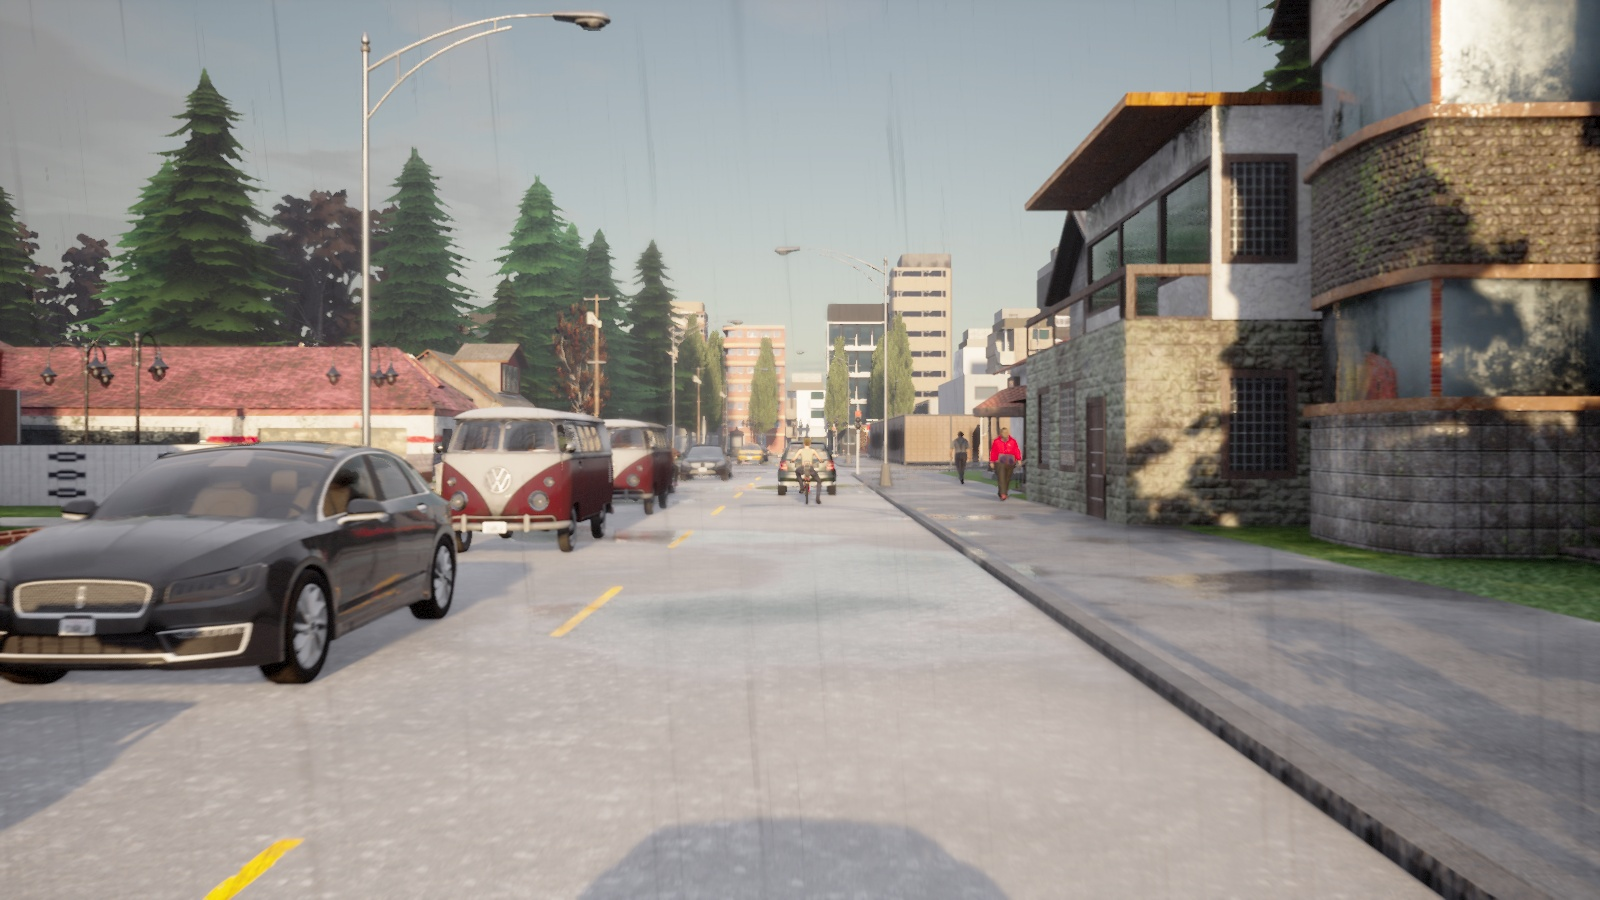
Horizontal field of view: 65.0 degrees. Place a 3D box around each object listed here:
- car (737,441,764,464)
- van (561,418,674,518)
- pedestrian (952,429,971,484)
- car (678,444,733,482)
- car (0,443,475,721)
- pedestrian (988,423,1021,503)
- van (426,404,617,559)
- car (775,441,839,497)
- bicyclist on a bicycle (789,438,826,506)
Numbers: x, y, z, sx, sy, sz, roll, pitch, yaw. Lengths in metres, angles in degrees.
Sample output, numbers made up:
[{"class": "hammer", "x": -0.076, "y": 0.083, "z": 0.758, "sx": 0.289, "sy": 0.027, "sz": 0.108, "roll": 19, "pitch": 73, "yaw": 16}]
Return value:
[{"class": "car", "x": -3.537, "y": 0.175, "z": 90.053, "sx": 1.801, "sy": 1.575, "sz": 5.366, "roll": 0, "pitch": 0, "yaw": -1}, {"class": "van", "x": -3.846, "y": 0.343, "z": 27.191, "sx": 1.775, "sy": 1.987, "sz": 4.442, "roll": 0, "pitch": 0, "yaw": 0}, {"class": "pedestrian", "x": 5.454, "y": 0.221, "z": 42.412, "sx": 0.540, "sy": 1.848, "sz": 0.694, "roll": 0, "pitch": 0, "yaw": 0}, {"class": "car", "x": -3.735, "y": 0.486, "z": 50.286, "sx": 1.812, "sy": 1.442, "sz": 4.674, "roll": 0, "pitch": 0, "yaw": 0}, {"class": "car", "x": -3.938, "y": 0.696, "z": 9.200, "sx": 1.837, "sy": 1.490, "sz": 4.892, "roll": 0, "pitch": 0, "yaw": 0}, {"class": "pedestrian", "x": 4.795, "y": 0.294, "z": 29.466, "sx": 0.634, "sy": 1.844, "sz": 0.899, "roll": 0, "pitch": 0, "yaw": 0}, {"class": "van", "x": -3.891, "y": 0.393, "z": 18.296, "sx": 1.775, "sy": 1.987, "sz": 4.442, "roll": 0, "pitch": 0, "yaw": 0}, {"class": "car", "x": 0.201, "y": 0.518, "z": 36.684, "sx": 1.789, "sy": 1.549, "sz": 3.705, "roll": 0, "pitch": 0, "yaw": 0}, {"class": "bicyclist on a bicycle", "x": 0.173, "y": 0.511, "z": 30.499, "sx": 0.866, "sy": 1.612, "sz": 1.509, "roll": 0, "pitch": 0, "yaw": 0}]
